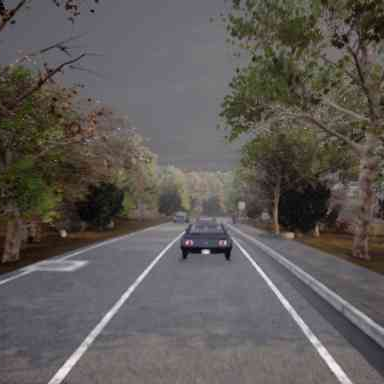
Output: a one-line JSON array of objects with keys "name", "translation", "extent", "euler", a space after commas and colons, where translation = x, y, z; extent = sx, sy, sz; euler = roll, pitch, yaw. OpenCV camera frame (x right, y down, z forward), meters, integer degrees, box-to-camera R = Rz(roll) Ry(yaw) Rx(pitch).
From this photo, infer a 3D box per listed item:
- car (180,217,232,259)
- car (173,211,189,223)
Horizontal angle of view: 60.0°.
[{"name": "car", "translation": [0.603, 1.937, 14.063], "extent": [1.895, 1.301, 4.718], "euler": [0, -2, 3]}, {"name": "car", "translation": [-1.520, 3.644, 48.751], "extent": [2.097, 1.767, 4.553], "euler": [0, -3, 4]}]
